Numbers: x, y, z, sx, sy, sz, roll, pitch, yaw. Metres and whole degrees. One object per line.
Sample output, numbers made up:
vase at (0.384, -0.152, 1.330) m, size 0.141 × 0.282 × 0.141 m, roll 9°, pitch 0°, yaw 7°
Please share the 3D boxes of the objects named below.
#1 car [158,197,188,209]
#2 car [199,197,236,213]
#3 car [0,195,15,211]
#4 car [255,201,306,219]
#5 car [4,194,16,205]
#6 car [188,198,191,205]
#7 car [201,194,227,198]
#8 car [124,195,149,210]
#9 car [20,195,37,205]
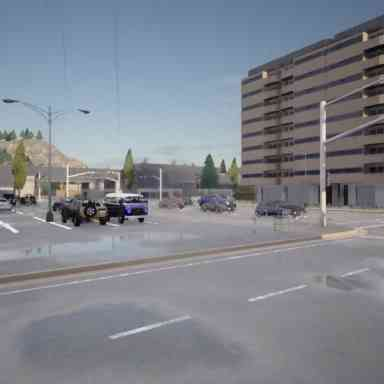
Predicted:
car at (-2.938, 1.619, 45.207) m, size 1.994 × 1.385 × 4.181 m, roll 0°, pitch 0°, yaw -35°
car at (2.832, 1.619, 37.091) m, size 1.994 × 1.385 × 4.181 m, roll 0°, pitch 0°, yaw -35°
car at (-21.807, 1.451, 37.892) m, size 1.970 × 1.475 × 3.806 m, roll 0°, pitch 0°, yaw -35°
car at (7.700, 1.619, 30.239) m, size 1.994 × 1.385 × 4.181 m, roll 0°, pitch 0°, yaw -35°
car at (-29.671, 1.212, 53.722) m, size 1.905 × 1.878 × 3.866 m, roll 0°, pitch 0°, yaw -35°
car at (-2.635, 1.560, 50.838) m, size 1.837 × 1.490 × 4.892 m, roll 0°, pitch 0°, yaw -35°
car at (3.201, 1.277, 42.606) m, size 2.150 × 2.045 × 5.566 m, roll 0°, pitch 0°, yaw -35°
car at (-8.710, 1.656, 53.387) m, size 1.895 × 1.301 × 4.718 m, roll 0°, pitch 0°, yaw -35°
car at (-27.275, 1.209, 55.347) m, size 1.932 × 1.855 × 4.605 m, roll 0°, pitch 0°, yaw -35°
